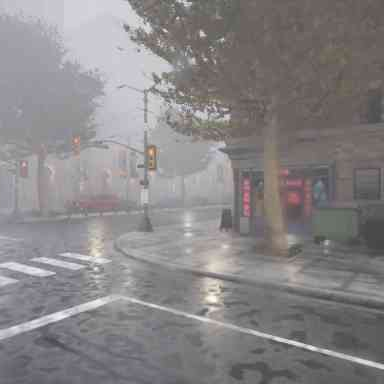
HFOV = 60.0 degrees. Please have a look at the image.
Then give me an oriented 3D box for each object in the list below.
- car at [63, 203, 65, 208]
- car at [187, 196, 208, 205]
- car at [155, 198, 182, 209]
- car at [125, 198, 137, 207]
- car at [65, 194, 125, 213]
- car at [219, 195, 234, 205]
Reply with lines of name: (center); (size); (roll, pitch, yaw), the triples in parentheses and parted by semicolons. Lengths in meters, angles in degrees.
car: (-12.403, 1.221, 39.513); (2.150, 2.045, 5.566); (0, 0, 36)
car: (0.941, 1.492, 57.943); (2.128, 1.511, 4.902); (0, 0, 36)
car: (-3.243, 1.525, 46.205); (1.812, 1.442, 4.674); (0, 0, 36)
car: (-10.209, 1.595, 47.930); (1.895, 1.301, 4.718); (0, 0, 36)
car: (-10.451, 1.221, 36.239); (2.150, 2.045, 5.566); (0, 0, 36)
car: (6.606, 1.351, 59.753); (2.097, 1.767, 4.553); (0, 0, 36)
